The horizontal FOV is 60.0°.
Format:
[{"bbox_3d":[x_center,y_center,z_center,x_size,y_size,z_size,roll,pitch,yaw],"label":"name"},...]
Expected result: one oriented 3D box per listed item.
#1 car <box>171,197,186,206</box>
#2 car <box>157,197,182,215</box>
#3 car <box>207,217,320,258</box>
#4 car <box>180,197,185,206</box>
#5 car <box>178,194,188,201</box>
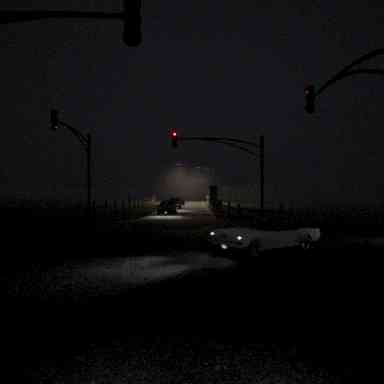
[{"bbox_3d":[-2.184,1.561,55.003,2.033,1.411,5.357,0,0,1],"label":"car"},{"bbox_3d":[-2.465,1.553,34.216,2.033,1.411,5.357,0,0,0],"label":"car"},{"bbox_3d":[2.913,1.676,13.186,4.718,1.301,1.895,1,0,-36],"label":"car"},{"bbox_3d":[-2.326,1.514,44.263,1.837,1.490,4.892,0,0,1],"label":"car"},{"bbox_3d":[-1.881,1.187,70.135,1.994,1.385,4.181,0,0,1],"label":"car"}]
